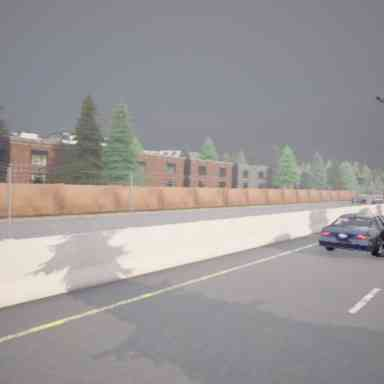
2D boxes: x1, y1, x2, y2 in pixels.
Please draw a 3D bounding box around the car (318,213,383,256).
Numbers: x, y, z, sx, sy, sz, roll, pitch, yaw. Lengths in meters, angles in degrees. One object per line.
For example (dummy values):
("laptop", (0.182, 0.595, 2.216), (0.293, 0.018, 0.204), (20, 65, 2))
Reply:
("car", (6.783, 1.547, 13.209), (2.033, 1.411, 5.357), (1, 1, 41))
